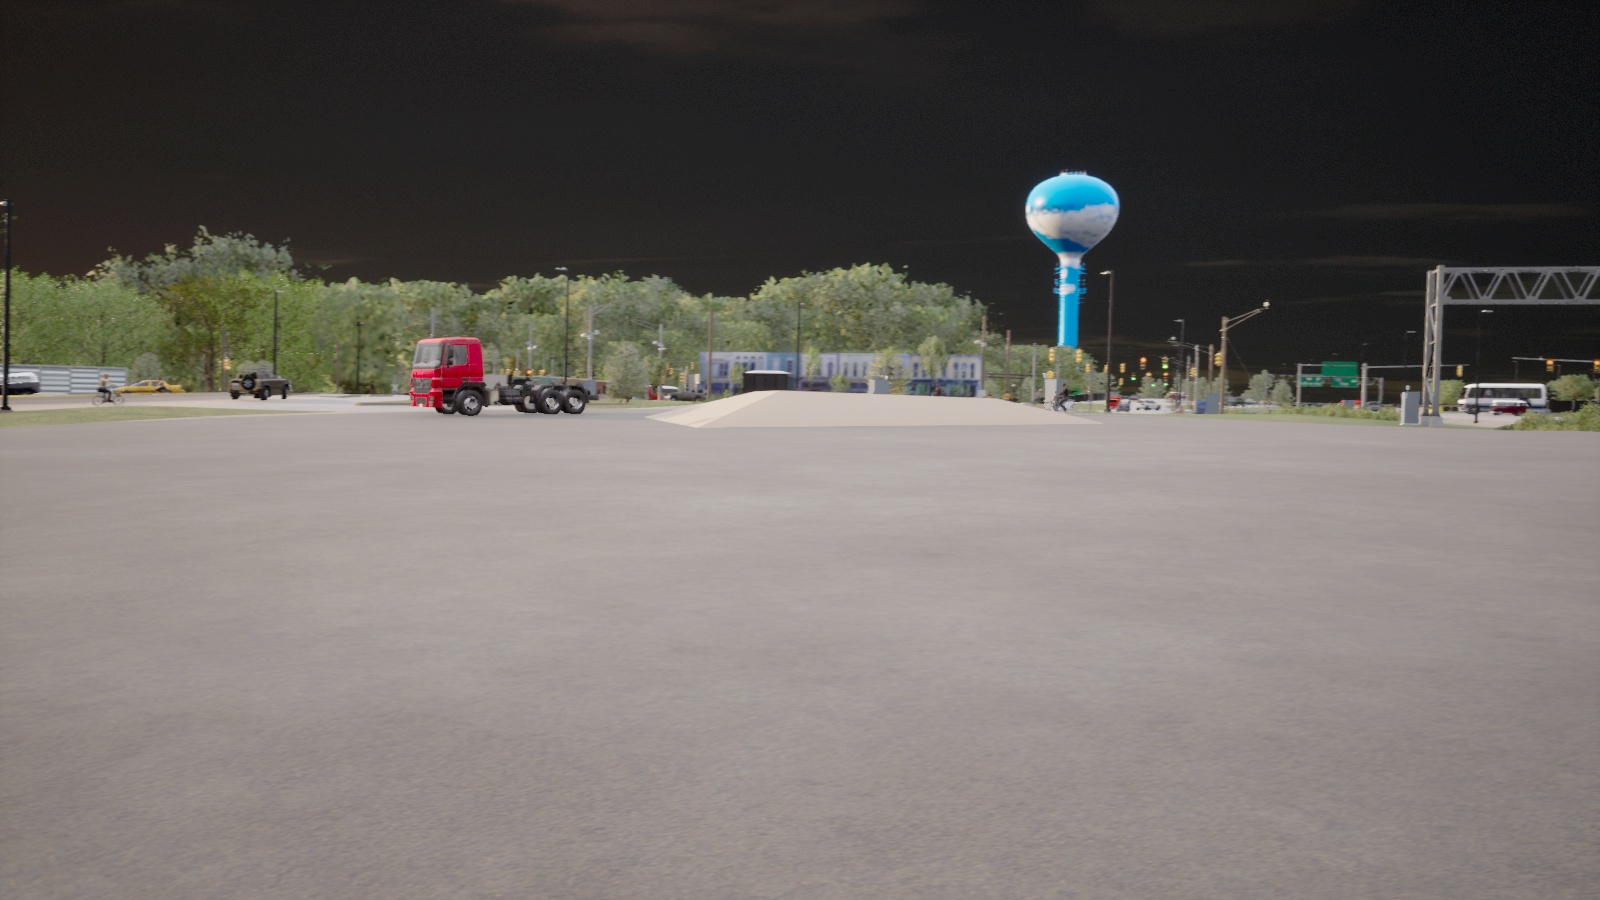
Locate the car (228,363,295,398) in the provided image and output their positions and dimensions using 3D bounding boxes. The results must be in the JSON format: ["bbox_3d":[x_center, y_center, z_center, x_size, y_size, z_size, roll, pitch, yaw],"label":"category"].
[{"bbox_3d":[-31.276,-4.077,73.128,1.932,1.855,4.605,2,4,0],"label":"car"}]

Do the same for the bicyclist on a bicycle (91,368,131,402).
[{"bbox_3d":[-34.614,-3.278,63.118,0.866,1.612,1.509,5,6,38],"label":"bicyclist on a bicycle"}]

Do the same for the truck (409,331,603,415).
[{"bbox_3d":[-12.987,-3.398,55.975,7.936,3.462,2.891,-2,4,-39],"label":"truck"}]
